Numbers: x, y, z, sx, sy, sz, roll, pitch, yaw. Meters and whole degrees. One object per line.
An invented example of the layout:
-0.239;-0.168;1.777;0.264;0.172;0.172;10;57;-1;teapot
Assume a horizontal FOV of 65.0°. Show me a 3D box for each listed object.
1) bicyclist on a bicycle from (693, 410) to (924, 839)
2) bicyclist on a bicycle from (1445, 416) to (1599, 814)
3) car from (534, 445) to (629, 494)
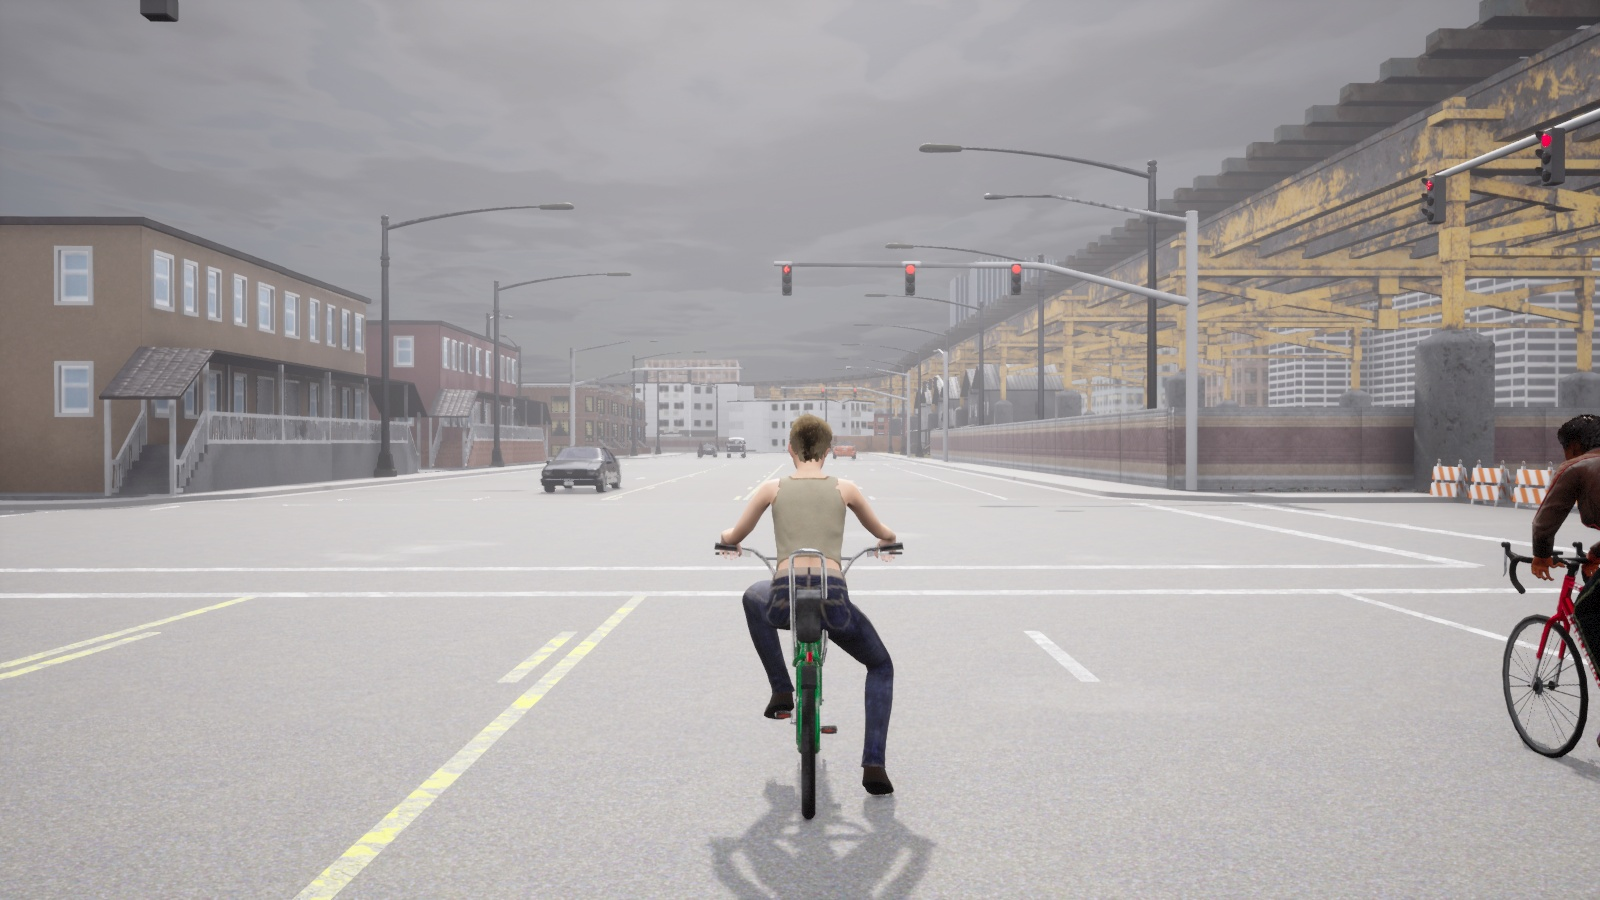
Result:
0.038;0.652;5.474;0.866;1.612;1.509;0;0;0;bicyclist on a bicycle
3.545;0.671;5.511;0.582;1.620;1.656;0;0;0;bicyclist on a bicycle
-6.780;0.566;39.488;2.033;1.411;5.357;0;0;0;car
